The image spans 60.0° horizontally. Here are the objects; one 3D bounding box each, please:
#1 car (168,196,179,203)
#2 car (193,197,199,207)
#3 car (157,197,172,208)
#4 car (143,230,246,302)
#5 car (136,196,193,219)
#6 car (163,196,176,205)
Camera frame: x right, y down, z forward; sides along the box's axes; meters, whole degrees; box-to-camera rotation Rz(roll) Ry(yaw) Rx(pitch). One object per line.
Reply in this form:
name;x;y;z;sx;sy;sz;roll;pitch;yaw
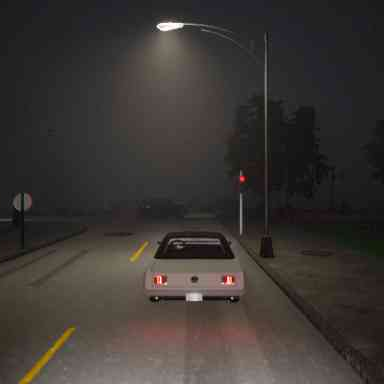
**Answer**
car;-3.943;1.539;70.105;2.033;1.411;5.357;0;0;0
car;0.147;1.547;52.476;2.033;1.411;5.357;0;0;0
car;-4.055;1.504;50.066;1.837;1.490;4.892;0;0;0
car;0.063;1.601;8.194;1.895;1.301;4.718;0;0;0
car;-2.569;1.352;29.513;4.553;1.767;2.097;0;0;-39
car;-4.023;1.547;59.764;2.033;1.411;5.357;0;0;0
